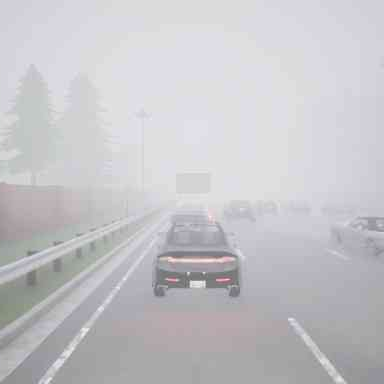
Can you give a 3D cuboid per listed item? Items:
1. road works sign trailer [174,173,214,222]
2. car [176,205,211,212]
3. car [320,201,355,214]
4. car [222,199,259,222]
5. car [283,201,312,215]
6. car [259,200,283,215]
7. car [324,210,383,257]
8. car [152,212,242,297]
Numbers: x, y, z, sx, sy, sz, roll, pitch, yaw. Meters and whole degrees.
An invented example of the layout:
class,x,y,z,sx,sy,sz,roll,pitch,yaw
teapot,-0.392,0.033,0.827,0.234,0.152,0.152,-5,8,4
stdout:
class,x,y,z,sx,sy,sz,roll,pitch,yaw
road works sign trailer,0.078,0.464,22.939,2.380,3.560,2.880,0,0,0
car,0.002,1.474,19.021,1.882,1.535,5.008,0,0,6
car,14.120,1.563,32.453,1.994,1.385,4.181,0,0,0
car,3.616,1.355,26.340,2.097,1.767,4.553,0,0,0
car,10.622,1.601,34.273,1.895,1.301,4.718,0,0,0
car,7.121,1.490,33.145,2.128,1.511,4.902,0,0,0
car,7.108,1.601,12.872,1.895,1.301,4.718,0,0,0
car,0.106,1.492,8.571,2.128,1.511,4.902,0,0,0
